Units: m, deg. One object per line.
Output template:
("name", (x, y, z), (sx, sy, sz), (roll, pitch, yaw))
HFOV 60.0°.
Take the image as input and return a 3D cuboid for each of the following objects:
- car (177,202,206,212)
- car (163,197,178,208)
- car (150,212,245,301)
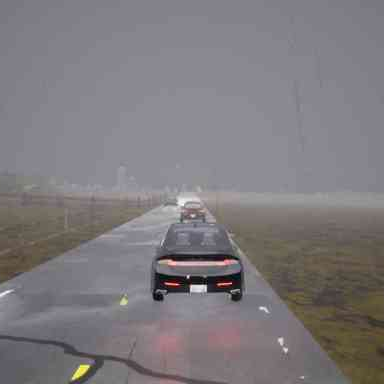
("car", (0.068, 1.464, 25.274), (1.812, 1.442, 4.674), (0, 0, 0))
("car", (-2.871, 1.352, 45.981), (2.033, 1.411, 5.357), (0, 0, 0))
("car", (0.094, 1.485, 8.287), (2.128, 1.511, 4.902), (0, 0, 0))
